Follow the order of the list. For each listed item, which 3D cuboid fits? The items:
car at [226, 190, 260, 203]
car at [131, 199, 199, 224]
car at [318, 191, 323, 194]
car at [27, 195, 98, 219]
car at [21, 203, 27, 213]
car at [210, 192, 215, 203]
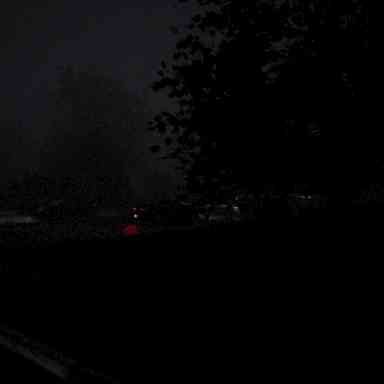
[{"bbox_3d":[6.024,0.584,36.795,4.674,1.442,1.812,-3,3,-32],"label":"car"},{"bbox_3d":[-1.695,1.226,22.468,4.892,1.490,1.837,-1,1,-40],"label":"car"},{"bbox_3d":[18.258,-0.363,47.510,5.357,1.411,2.033,-3,2,-25],"label":"car"},{"bbox_3d":[-9.470,1.182,25.060,4.674,1.442,1.812,-1,2,-40],"label":"car"},{"bbox_3d":[-11.562,1.069,27.878,5.008,1.535,1.882,-1,2,-41],"label":"car"},{"bbox_3d":[3.456,0.517,39.303,5.008,1.535,1.882,-3,3,-32],"label":"car"}]
